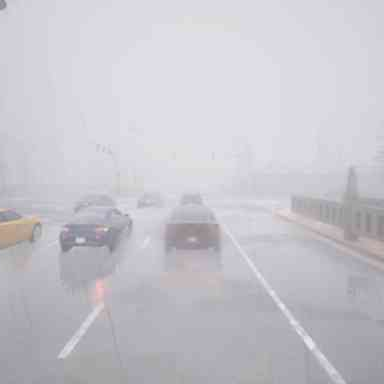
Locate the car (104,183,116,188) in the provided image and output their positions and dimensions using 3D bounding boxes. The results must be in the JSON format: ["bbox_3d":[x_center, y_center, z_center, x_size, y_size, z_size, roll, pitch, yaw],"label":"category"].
[{"bbox_3d":[-21.312,-1.703,86.539,1.895,1.301,4.718,0,2,0],"label":"car"}]

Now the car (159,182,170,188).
[{"bbox_3d":[-7.309,-1.886,85.813,2.097,1.767,4.553,0,2,0],"label":"car"}]

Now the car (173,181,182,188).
[{"bbox_3d":[-3.805,-1.661,84.614,2.033,1.411,5.357,0,2,0],"label":"car"}]

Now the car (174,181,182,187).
[{"bbox_3d":[-3.843,-2.368,94.984,2.097,1.767,4.553,0,2,0],"label":"car"}]

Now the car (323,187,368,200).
[{"bbox_3d":[18.255,0.145,39.679,4.892,1.490,1.837,0,2,2],"label":"car"}]

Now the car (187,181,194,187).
[{"bbox_3d":[-0.343,-2.248,95.032,1.882,1.535,5.008,0,2,0],"label":"car"}]

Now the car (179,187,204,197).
[{"bbox_3d":[-0.029,0.610,28.402,1.837,1.490,4.892,0,3,0],"label":"car"}]

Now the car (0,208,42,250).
[{"bbox_3d":[-6.982,1.266,11.393,1.882,1.535,5.008,0,3,0],"label":"car"}]

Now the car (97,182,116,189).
[{"bbox_3d":[-17.752,-1.243,70.182,2.097,1.767,4.553,0,2,0],"label":"car"}]

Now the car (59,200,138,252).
[{"bbox_3d":[-3.477,1.263,12.664,1.812,1.442,4.674,0,2,0],"label":"car"}]

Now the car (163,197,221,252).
[{"bbox_3d":[0.023,1.213,12.706,1.882,1.535,5.008,0,2,0],"label":"car"}]

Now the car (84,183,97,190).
[{"bbox_3d":[-21.252,-1.119,70.144,1.882,1.535,5.008,0,2,0],"label":"car"}]

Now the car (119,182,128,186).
[{"bbox_3d":[-17.812,-1.822,86.577,1.882,1.535,5.008,0,2,0],"label":"car"}]

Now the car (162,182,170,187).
[{"bbox_3d":[-7.343,-2.199,95.008,1.812,1.442,4.674,0,2,0],"label":"car"}]

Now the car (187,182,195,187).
[{"bbox_3d":[-0.306,-1.622,85.076,1.895,1.301,4.718,0,2,0],"label":"car"}]

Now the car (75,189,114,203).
[{"bbox_3d":[-7.039,0.806,24.604,2.033,1.411,5.357,0,2,0],"label":"car"}]

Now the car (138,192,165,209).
[{"bbox_3d":[-3.527,0.640,29.079,1.994,1.385,4.181,0,2,0],"label":"car"}]
